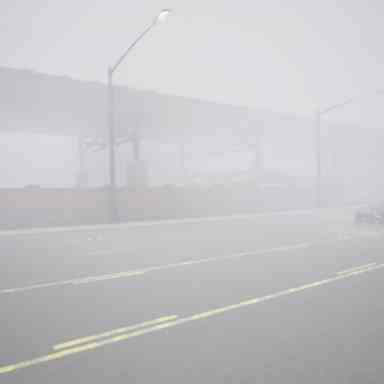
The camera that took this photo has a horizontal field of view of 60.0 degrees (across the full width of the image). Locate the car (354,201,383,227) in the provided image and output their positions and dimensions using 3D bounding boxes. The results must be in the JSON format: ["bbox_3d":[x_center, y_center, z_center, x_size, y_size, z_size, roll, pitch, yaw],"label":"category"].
[{"bbox_3d":[12.364,1.294,21.367,5.008,1.535,1.882,-1,1,-35],"label":"car"}]
